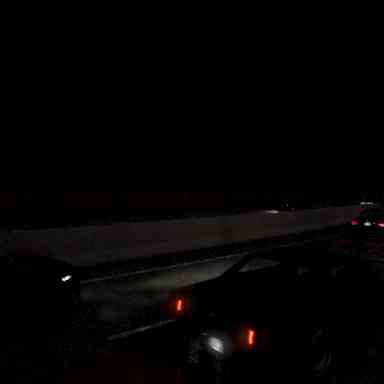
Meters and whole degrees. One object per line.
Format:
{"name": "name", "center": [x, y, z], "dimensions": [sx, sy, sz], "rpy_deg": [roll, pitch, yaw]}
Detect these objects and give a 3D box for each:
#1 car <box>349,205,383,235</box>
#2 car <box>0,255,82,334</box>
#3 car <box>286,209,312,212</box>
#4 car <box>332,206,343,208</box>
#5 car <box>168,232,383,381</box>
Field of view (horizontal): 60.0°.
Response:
{"name": "car", "center": [10.019, 1.559, 17.525], "dimensions": [2.033, 1.411, 5.357], "rpy_deg": [0, 0, 44]}
{"name": "car", "center": [-4.295, 1.508, 5.160], "dimensions": [4.902, 1.511, 2.128], "rpy_deg": [0, 0, -35]}
{"name": "car", "center": [11.633, 1.603, 35.535], "dimensions": [1.994, 1.385, 4.181], "rpy_deg": [0, 0, 40]}
{"name": "car", "center": [16.983, 1.631, 36.432], "dimensions": [1.895, 1.301, 4.718], "rpy_deg": [0, 0, 40]}
{"name": "car", "center": [2.031, 1.607, 5.523], "dimensions": [4.718, 1.301, 1.895], "rpy_deg": [0, 0, -39]}
